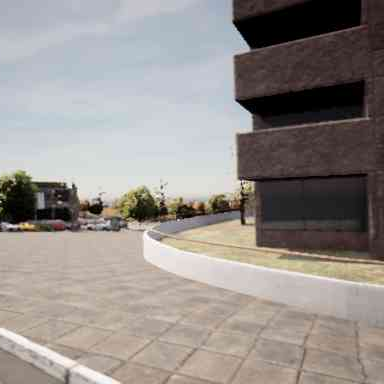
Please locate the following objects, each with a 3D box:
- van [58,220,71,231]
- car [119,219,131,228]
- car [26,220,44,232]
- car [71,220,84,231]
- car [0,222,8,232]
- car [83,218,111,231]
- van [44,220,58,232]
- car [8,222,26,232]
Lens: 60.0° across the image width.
[{"bbox_3d":[-24.447,5.991,58.854,4.442,1.987,1.878,-1,-7,5],"label":"van"},{"bbox_3d":[-19.317,9.104,91.402,2.163,1.488,4.792,0,0,10],"label":"car"},{"bbox_3d":[-27.345,5.629,53.418,5.366,1.575,1.946,-1,-6,5],"label":"car"},{"bbox_3d":[-23.259,6.510,61.546,4.892,1.521,2.231,-1,-6,6],"label":"car"},{"bbox_3d":[-29.744,5.082,47.955,4.674,1.452,2.002,-1,-6,5],"label":"car"},{"bbox_3d":[-19.403,7.138,69.716,5.566,2.045,2.435,-1,-6,6],"label":"car"},{"bbox_3d":[-25.745,5.697,56.134,4.442,1.987,1.878,-1,-7,6],"label":"van"},{"bbox_3d":[-28.461,5.376,50.682,4.674,1.452,2.002,-1,-7,5],"label":"car"}]
